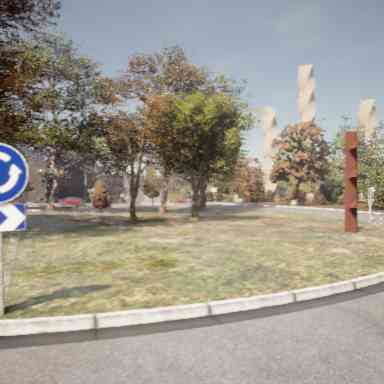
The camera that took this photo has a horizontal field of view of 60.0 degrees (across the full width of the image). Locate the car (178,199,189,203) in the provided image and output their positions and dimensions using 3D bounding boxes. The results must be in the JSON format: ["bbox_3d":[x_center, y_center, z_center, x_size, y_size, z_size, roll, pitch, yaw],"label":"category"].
[{"bbox_3d":[-2.891,2.916,93.857,1.882,1.535,5.008,-1,-3,-7],"label":"car"}]

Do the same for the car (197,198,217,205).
[{"bbox_3d":[3.782,2.369,84.670,5.008,1.535,2.097,-1,-3,-7],"label":"car"}]

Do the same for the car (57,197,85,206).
[{"bbox_3d":[-19.026,1.441,52.349,4.181,1.385,1.994,2,0,-21],"label":"car"}]

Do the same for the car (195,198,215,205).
[{"bbox_3d":[3.467,2.506,87.402,4.892,1.521,2.231,-1,-3,-7],"label":"car"}]

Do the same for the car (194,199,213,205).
[{"bbox_3d":[3.163,2.669,90.131,4.792,1.488,2.163,-1,-3,-7],"label":"car"}]

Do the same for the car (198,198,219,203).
[{"bbox_3d":[4.108,2.231,81.938,4.892,1.521,2.231,-1,-3,-7],"label":"car"}]
